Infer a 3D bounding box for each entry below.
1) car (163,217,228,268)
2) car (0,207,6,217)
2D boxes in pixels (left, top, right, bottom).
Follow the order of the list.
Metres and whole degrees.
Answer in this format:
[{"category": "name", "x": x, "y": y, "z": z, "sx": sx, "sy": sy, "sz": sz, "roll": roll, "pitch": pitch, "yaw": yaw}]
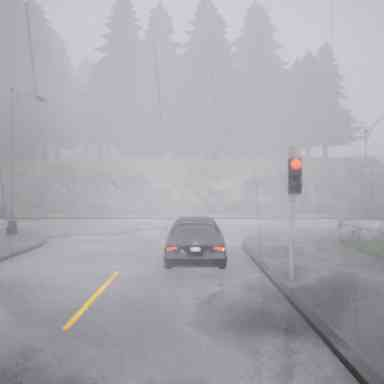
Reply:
[{"category": "car", "x": 0.111, "y": 1.527, "z": 11.089, "sx": 2.033, "sy": 1.411, "sz": 5.357, "roll": 0, "pitch": 0, "yaw": 1}, {"category": "car", "x": -16.665, "y": 1.479, "z": 25.272, "sx": 4.674, "sy": 1.442, "sz": 1.812, "roll": 0, "pitch": 0, "yaw": 1}]
